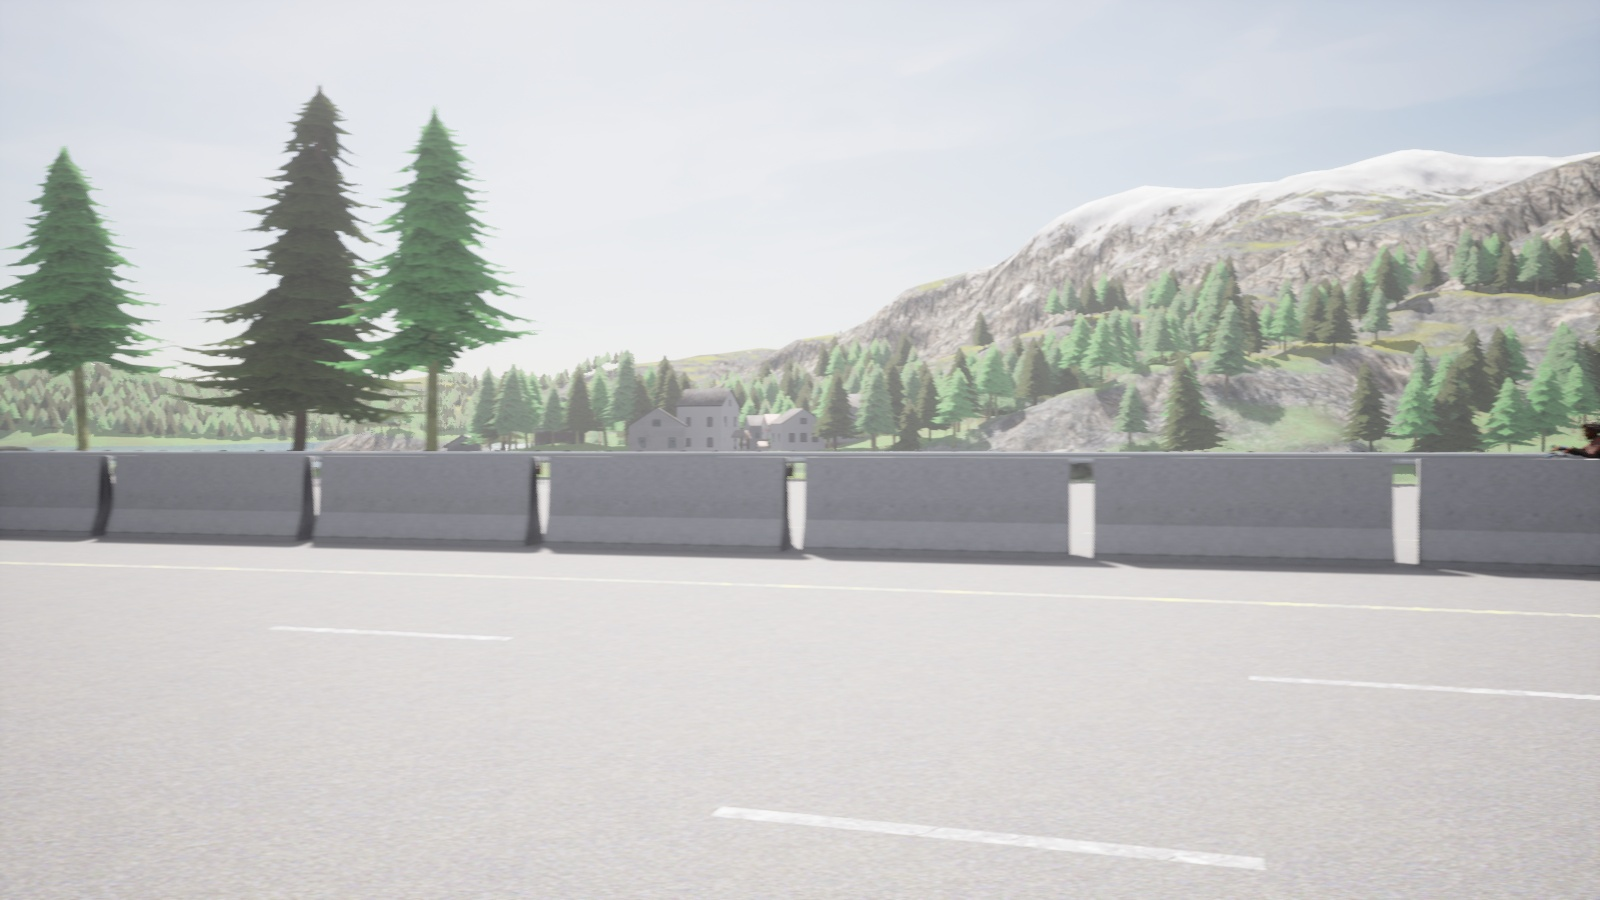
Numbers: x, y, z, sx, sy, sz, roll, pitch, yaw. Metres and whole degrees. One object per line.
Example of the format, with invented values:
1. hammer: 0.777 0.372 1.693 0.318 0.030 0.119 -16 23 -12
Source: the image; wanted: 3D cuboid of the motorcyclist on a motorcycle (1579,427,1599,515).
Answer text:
1. motorcyclist on a motorcycle: 16.026 0.391 23.502 2.350 1.649 0.766 0 2 21
